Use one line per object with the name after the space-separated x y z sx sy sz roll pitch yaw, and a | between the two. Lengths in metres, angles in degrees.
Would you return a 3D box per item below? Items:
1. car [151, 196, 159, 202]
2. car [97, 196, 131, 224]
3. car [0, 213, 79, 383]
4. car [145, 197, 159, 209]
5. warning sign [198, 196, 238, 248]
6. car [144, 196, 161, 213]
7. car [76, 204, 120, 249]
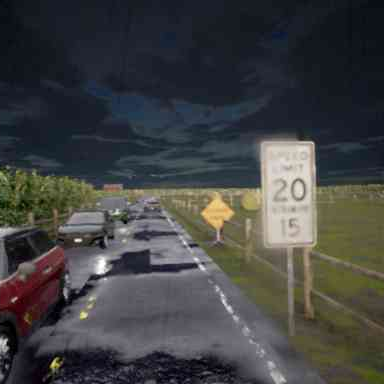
-9.148 1.703 82.066 1.812 1.442 4.674 -1 0 -7 | car
-5.954 1.347 25.726 2.150 2.045 5.566 -1 0 -7 | car
-3.385 1.426 5.086 2.097 1.767 4.553 -1 0 -7 | car
-6.008 1.602 49.924 1.882 1.535 5.008 -1 0 -7 | car
0.988 1.094 12.792 1.300 1.860 1.060 -1 0 -7 | warning sign
-4.617 1.590 38.813 2.128 1.511 4.902 -1 0 -7 | car
-4.632 1.579 15.121 1.882 1.535 5.008 -1 0 -7 | car
